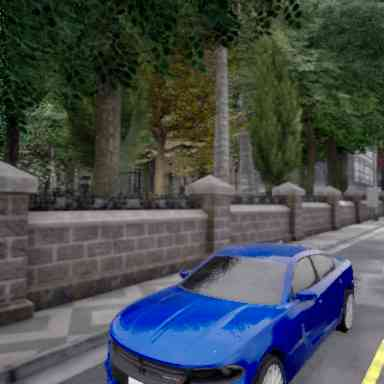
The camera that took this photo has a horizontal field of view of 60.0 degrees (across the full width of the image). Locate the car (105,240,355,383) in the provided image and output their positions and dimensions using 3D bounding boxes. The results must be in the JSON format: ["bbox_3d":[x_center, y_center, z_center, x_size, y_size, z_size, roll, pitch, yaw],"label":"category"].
[{"bbox_3d":[1.032,1.581,5.065,1.882,1.535,5.008,-1,-2,38],"label":"car"}]
